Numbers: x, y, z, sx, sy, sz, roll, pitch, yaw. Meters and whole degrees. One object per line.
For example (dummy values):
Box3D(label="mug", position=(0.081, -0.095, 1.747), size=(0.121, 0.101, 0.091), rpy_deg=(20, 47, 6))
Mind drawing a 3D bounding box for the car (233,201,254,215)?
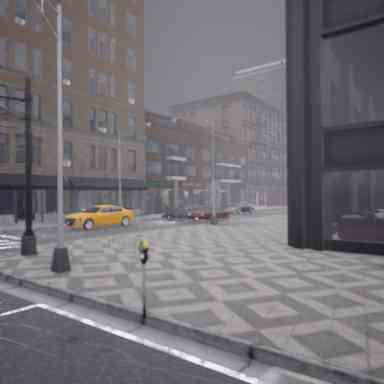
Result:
Box3D(label="car", position=(5.493, 1.829, 38.734), size=(2.128, 1.511, 4.902), rpy_deg=(-1, -1, 36))

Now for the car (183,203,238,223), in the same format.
Box3D(label="car", position=(1.651, 1.813, 27.969), size=(1.895, 1.301, 4.718), rpy_deg=(-1, -1, 36))

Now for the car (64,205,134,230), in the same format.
Box3D(label="car", position=(-6.195, 1.650, 22.564), size=(1.882, 1.535, 5.008), rpy_deg=(-1, -1, 36))

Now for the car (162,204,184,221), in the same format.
Box3D(label="car", position=(-0.427, 1.802, 30.550), size=(2.033, 1.411, 5.357), rpy_deg=(-1, -1, 35))
